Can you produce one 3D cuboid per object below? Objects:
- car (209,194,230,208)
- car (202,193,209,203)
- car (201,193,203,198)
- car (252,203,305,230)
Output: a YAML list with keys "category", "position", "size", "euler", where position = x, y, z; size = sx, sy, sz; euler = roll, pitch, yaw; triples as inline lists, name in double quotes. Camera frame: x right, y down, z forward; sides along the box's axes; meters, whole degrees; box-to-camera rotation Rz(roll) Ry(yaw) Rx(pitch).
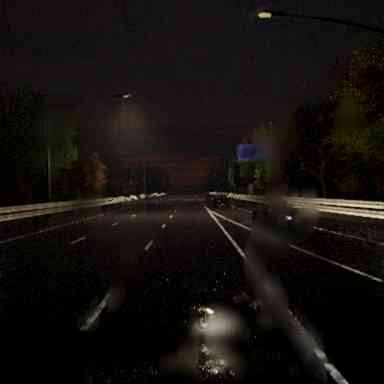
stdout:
- category: "car"
  position: [3.536, 1.163, 41.472]
  size: [1.837, 1.490, 4.892]
  euler: [-1, 0, -1]
- category: "car"
  position: [3.441, 1.112, 59.335]
  size: [2.033, 1.411, 5.357]
  euler: [-1, 0, 0]
- category: "car"
  position: [3.415, 0.899, 87.206]
  size: [1.882, 1.535, 5.008]
  euler: [-1, 0, 0]
- category: "car"
  position: [4.872, 1.321, 19.355]
  size: [1.994, 1.385, 4.181]
  euler: [-1, 0, -6]
